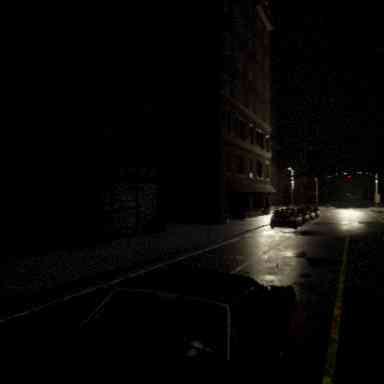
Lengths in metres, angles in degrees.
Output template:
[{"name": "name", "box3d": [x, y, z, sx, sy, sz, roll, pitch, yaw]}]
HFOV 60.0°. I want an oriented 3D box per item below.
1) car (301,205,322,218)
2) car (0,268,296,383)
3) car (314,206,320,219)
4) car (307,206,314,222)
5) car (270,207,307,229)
[{"name": "car", "box3d": [14.454, 2.333, 40.198, 1.887, 1.381, 4.507, -1, -2, 26]}, {"name": "car", "box3d": [-0.201, 1.673, 3.652, 1.895, 1.301, 4.718, 0, -1, 27]}, {"name": "car", "box3d": [12.050, 2.241, 35.246, 2.008, 1.369, 4.403, -1, -2, 26]}, {"name": "car", "box3d": [9.646, 2.157, 30.294, 1.947, 1.339, 4.313, -1, -2, 26]}, {"name": "car", "box3d": [7.241, 1.933, 25.346, 1.967, 1.590, 4.097, -1, -2, 26]}]
